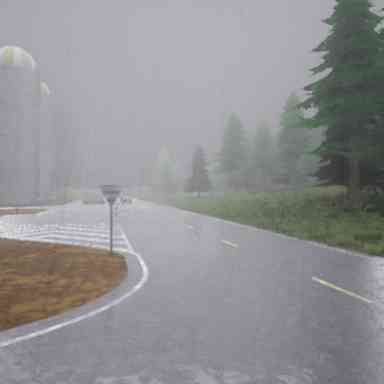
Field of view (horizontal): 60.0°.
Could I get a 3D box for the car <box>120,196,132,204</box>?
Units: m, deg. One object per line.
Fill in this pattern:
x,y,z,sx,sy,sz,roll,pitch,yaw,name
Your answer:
-12.426,1.493,62.629,1.812,1.442,4.674,0,0,-14,car

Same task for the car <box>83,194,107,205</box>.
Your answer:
-17.150,1.531,58.793,4.181,1.381,1.994,0,0,-15,car
